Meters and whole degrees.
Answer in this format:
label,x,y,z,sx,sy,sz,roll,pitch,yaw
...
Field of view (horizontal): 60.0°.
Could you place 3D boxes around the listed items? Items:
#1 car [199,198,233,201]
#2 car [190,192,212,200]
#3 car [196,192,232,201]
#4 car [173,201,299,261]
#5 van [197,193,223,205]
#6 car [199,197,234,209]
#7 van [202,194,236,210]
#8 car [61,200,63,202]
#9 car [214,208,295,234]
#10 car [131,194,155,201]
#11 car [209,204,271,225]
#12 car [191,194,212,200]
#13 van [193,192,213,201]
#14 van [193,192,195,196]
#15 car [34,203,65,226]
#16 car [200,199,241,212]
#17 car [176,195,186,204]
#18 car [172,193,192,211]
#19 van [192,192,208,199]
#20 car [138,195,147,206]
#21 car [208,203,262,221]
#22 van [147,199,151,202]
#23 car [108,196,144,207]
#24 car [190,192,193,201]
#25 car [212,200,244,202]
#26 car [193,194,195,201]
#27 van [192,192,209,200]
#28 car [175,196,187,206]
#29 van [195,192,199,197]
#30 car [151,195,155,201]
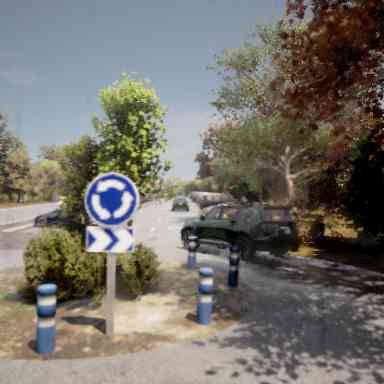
label,x,y,z,sx,sy,sz,roll,pitch,yaw
car,3.580,1.718,33.318,5.366,1.575,1.946,0,1,-2
car,2.206,0.970,86.044,5.566,2.045,2.435,0,0,-2
car,3.636,1.385,38.857,5.566,2.045,2.435,0,1,-2
car,1.764,1.569,13.917,2.150,2.045,5.566,4,-4,-36
van,3.160,1.191,58.233,4.442,1.987,1.878,0,0,-2
car,3.389,1.542,47.291,4.792,1.488,2.163,0,1,-2
van,3.559,1.325,44.520,4.442,1.987,1.878,0,1,-2
car,-9.142,1.710,27.411,5.008,1.535,2.097,0,1,-2
car,4.079,1.894,22.372,5.008,1.535,2.097,0,1,-2
car,-10.432,1.220,71.798,4.892,1.521,2.231,0,0,-2
car,3.897,1.839,27.785,4.792,1.488,2.163,0,1,-2
car,2.311,1.242,83.153,5.008,1.535,2.097,0,0,-2
van,2.592,1.055,77.742,4.442,1.987,1.878,0,0,-2
van,2.846,1.170,60.996,4.442,1.987,1.878,0,0,-2
car,-9.096,1.782,24.636,4.792,1.488,2.163,0,1,-2
car,3.496,1.622,41.627,4.792,1.488,2.163,0,1,-2
car,-2.151,1.365,63.402,1.837,1.490,4.892,0,0,-2
car,-1.424,1.422,41.788,2.097,1.767,4.553,0,1,-2
van,2.192,0.959,91.461,4.442,1.987,1.878,0,0,-2
car,-9.526,1.412,46.837,5.366,1.575,1.946,0,1,-2
car,3.843,1.806,30.555,4.674,1.452,2.002,0,1,-2
van,-9.916,1.090,57.925,4.442,1.987,1.878,0,0,-2
car,-9.798,1.383,49.597,4.892,1.521,2.231,0,1,-2
car,2.854,1.125,63.766,5.566,2.045,2.435,0,0,-2
car,4.036,1.726,25.141,4.553,1.767,2.185,0,1,-2
car,3.127,1.435,55.463,5.008,1.535,2.097,0,0,-2
van,2.270,0.978,88.817,4.442,1.987,1.878,0,0,-2
car,-1.753,1.412,53.145,1.882,1.535,5.008,0,0,-2
van,3.097,1.230,52.673,4.442,1.987,1.878,0,1,-2
car,-10.306,1.287,66.247,4.792,1.488,2.163,0,0,-2
